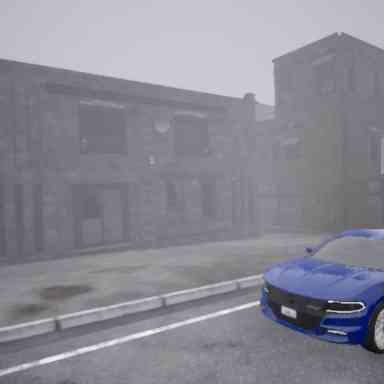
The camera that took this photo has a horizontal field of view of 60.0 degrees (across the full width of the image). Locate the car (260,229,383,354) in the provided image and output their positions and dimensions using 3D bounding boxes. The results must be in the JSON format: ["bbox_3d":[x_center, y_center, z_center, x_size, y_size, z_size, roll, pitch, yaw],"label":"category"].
[{"bbox_3d":[3.450,1.475,6.281,5.008,1.535,1.882,0,0,-35],"label":"car"}]
